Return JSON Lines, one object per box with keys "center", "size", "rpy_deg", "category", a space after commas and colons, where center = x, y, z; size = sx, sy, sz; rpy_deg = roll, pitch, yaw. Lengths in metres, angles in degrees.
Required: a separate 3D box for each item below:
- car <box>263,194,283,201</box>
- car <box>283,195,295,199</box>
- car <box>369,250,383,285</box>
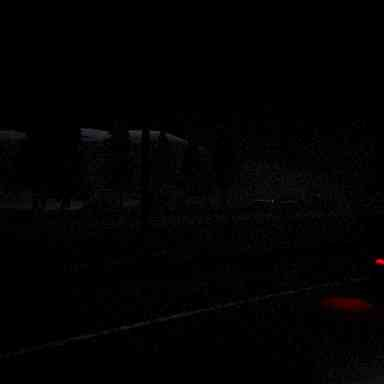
{"center": [20.019, 1.314, 82.253], "size": [2.097, 1.767, 4.553], "rpy_deg": [0, 0, -5], "category": "car"}
{"center": [23.568, 1.497, 81.539], "size": [2.033, 1.411, 5.357], "rpy_deg": [0, 0, -5], "category": "car"}
{"center": [6.495, 1.541, 7.634], "size": [5.357, 1.411, 2.033], "rpy_deg": [0, 0, -27], "category": "car"}
